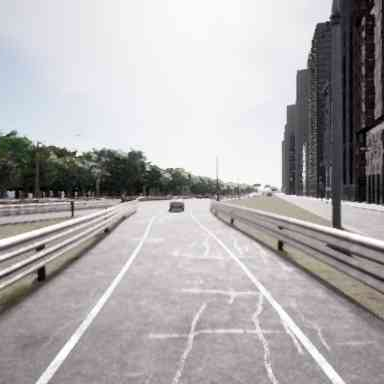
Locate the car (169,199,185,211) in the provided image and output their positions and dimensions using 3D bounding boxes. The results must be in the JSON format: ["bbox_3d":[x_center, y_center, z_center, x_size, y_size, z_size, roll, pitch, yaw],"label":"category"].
[{"bbox_3d":[-1.839,1.563,42.010,2.128,1.511,4.902,0,0,0],"label":"car"}]
